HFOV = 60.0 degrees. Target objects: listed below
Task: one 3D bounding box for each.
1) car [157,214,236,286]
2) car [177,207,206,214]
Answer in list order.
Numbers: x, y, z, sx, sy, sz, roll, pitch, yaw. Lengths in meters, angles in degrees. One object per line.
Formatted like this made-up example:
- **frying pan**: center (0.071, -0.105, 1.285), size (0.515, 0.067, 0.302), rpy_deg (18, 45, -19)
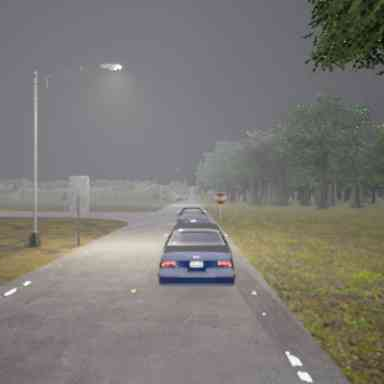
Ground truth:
- **car**: center (0.112, 1.589, 9.540), size (2.033, 1.411, 5.357), rpy_deg (0, 0, 0)
- **car**: center (-0.019, 1.673, 21.499), size (1.994, 1.385, 4.181), rpy_deg (0, 0, -2)
